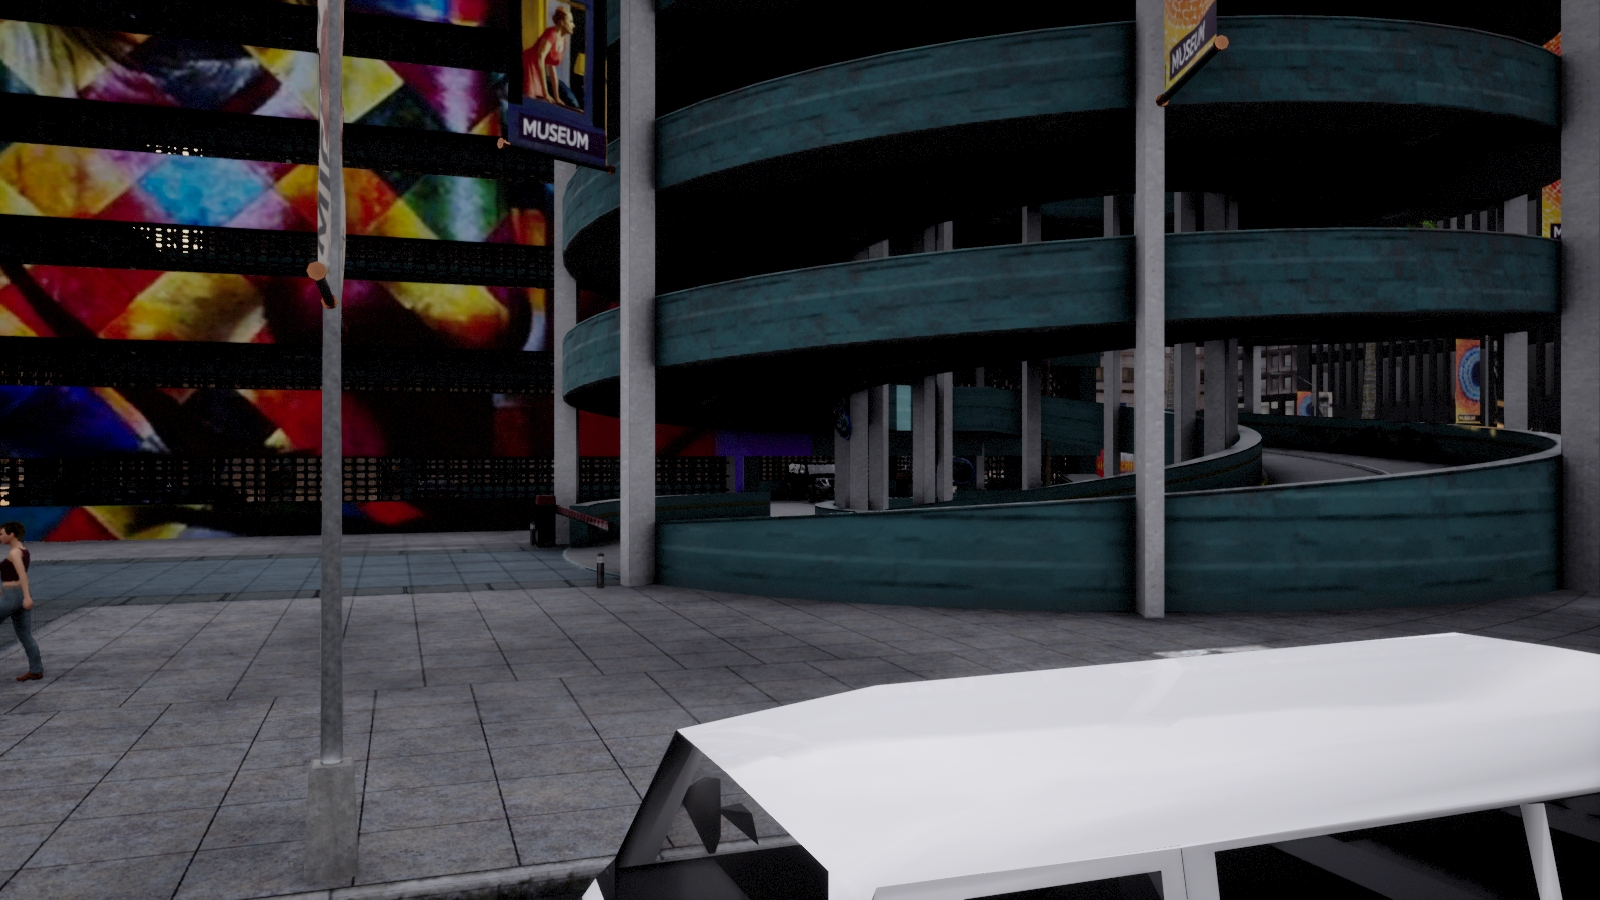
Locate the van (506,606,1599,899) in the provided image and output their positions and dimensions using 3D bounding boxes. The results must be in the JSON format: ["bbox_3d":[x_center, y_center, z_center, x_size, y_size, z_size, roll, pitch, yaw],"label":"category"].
[{"bbox_3d":[1.425,1.783,3.850,4.480,2.038,2.069,0,0,-21],"label":"van"}]

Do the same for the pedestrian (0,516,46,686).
[{"bbox_3d":[-8.830,1.696,12.954,0.375,1.860,0.375,0,0,-16],"label":"pedestrian"}]
